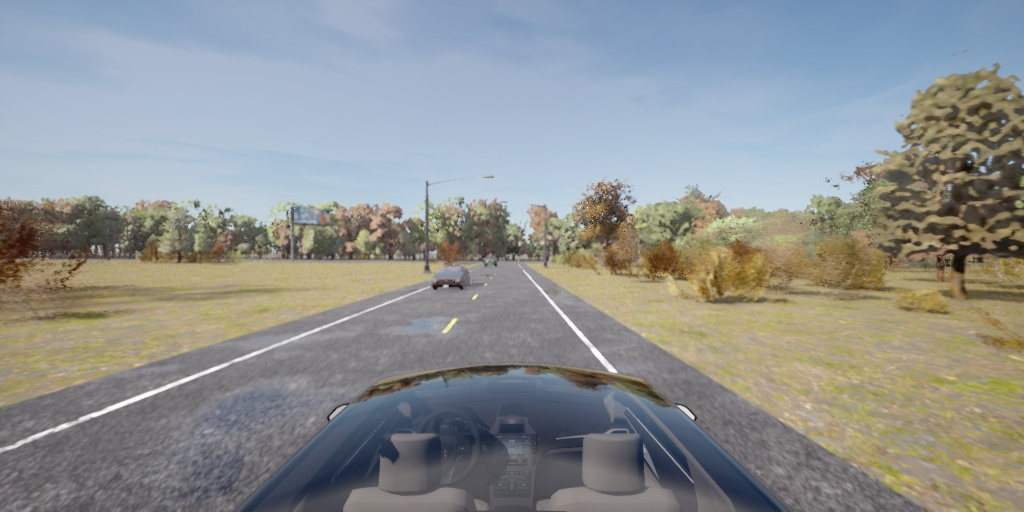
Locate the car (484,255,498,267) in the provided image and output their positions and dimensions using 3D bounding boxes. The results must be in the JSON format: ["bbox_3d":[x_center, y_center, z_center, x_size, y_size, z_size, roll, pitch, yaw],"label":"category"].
[{"bbox_3d":[-3.720,0.920,63.440,2.150,2.045,5.566,0,0,0],"label":"car"}]

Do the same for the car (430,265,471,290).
[{"bbox_3d":[-3.661,1.289,22.453,2.033,1.411,5.357,0,0,0],"label":"car"}]
